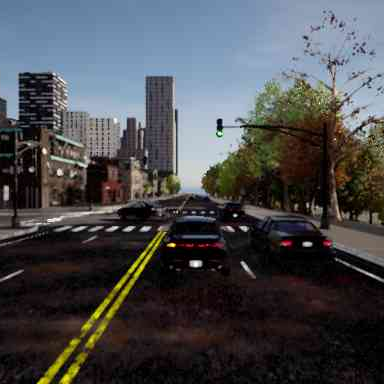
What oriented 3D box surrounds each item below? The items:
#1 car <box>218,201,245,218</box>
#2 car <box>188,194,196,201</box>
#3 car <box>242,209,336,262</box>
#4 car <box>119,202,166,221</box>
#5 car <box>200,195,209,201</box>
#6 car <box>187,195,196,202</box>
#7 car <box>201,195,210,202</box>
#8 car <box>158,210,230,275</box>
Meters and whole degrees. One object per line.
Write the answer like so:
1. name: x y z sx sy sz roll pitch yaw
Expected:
1. car: 3.331 1.546 28.076 1.837 1.490 4.892 0 0 0
2. car: -0.063 1.422 85.820 1.882 1.535 5.008 0 0 0
3. car: 3.341 1.566 12.139 2.033 1.411 5.357 0 0 0
4. car: -4.150 1.531 27.355 4.902 1.511 2.128 0 -1 45
5. car: 3.187 1.484 85.823 2.033 1.411 5.357 0 0 0
6. car: -0.056 1.617 75.818 1.812 1.442 4.674 0 0 0
7. car: 3.194 1.617 75.821 1.812 1.442 4.674 0 0 0
8. car: 0.092 1.518 10.466 1.837 1.490 4.892 0 -1 0
